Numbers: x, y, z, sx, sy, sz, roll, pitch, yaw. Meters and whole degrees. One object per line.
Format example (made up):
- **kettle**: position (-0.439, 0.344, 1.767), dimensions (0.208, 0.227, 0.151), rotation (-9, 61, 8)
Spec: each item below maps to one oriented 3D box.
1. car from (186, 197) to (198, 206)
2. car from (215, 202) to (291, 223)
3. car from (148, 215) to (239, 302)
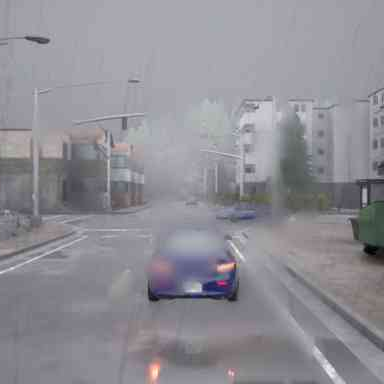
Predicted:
- **car**: position (-0.039, 1.540, 55.776), dimensions (2.033, 1.411, 5.357), rotation (0, 0, 0)
- **car**: position (4.310, 1.445, 24.266), dimensions (5.357, 1.411, 2.033), rotation (-3, 0, 0)
- **car**: position (0.037, 1.525, 8.162), dimensions (1.812, 1.442, 4.674), rotation (0, 0, 0)
